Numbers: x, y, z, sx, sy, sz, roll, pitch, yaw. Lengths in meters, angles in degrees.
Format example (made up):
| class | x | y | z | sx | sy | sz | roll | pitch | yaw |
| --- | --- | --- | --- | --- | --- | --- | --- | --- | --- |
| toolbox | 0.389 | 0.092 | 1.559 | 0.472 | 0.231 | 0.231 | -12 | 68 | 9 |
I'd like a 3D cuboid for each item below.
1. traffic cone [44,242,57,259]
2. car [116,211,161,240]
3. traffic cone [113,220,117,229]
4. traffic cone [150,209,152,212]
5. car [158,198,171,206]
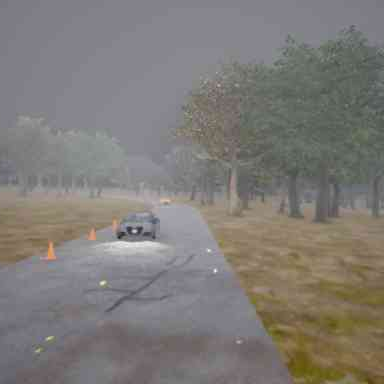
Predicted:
| class | x | y | z | sx | sy | sz | roll | pitch | yaw |
| --- | --- | --- | --- | --- | --- | --- | --- | --- | --- |
| traffic cone | -4.998 | 2.053 | 11.792 | 0.340 | 0.580 | 0.340 | 0 | -1 | 0 |
| car | -2.782 | 1.726 | 18.060 | 1.994 | 1.385 | 4.181 | 0 | -1 | 0 |
| traffic cone | -5.055 | 2.143 | 21.791 | 0.340 | 0.580 | 0.340 | 0 | -1 | 0 |
| traffic cone | -5.167 | 2.322 | 41.790 | 0.340 | 0.580 | 0.340 | 0 | -1 | 0 |
| car | -5.500 | 1.908 | 66.068 | 1.882 | 1.535 | 5.008 | 0 | 0 | -13 |
